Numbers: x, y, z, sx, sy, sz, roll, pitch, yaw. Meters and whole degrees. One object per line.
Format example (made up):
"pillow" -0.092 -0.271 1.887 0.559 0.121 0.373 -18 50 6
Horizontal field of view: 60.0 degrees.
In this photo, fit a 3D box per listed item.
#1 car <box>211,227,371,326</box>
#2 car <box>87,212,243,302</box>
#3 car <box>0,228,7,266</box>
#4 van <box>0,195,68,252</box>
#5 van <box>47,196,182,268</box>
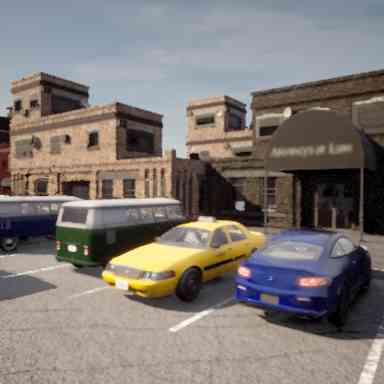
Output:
"car" 2.559 1.508 7.126 2.002 1.452 4.674 0 0 35
"car" 0.209 1.448 8.578 1.946 1.575 5.366 0 0 35
"car" -6.761 1.540 8.191 4.718 1.301 1.895 0 0 35
"van" -6.349 1.180 13.625 1.878 1.987 4.442 0 0 35
"van" -1.861 1.208 10.425 1.878 1.987 4.442 0 0 35
